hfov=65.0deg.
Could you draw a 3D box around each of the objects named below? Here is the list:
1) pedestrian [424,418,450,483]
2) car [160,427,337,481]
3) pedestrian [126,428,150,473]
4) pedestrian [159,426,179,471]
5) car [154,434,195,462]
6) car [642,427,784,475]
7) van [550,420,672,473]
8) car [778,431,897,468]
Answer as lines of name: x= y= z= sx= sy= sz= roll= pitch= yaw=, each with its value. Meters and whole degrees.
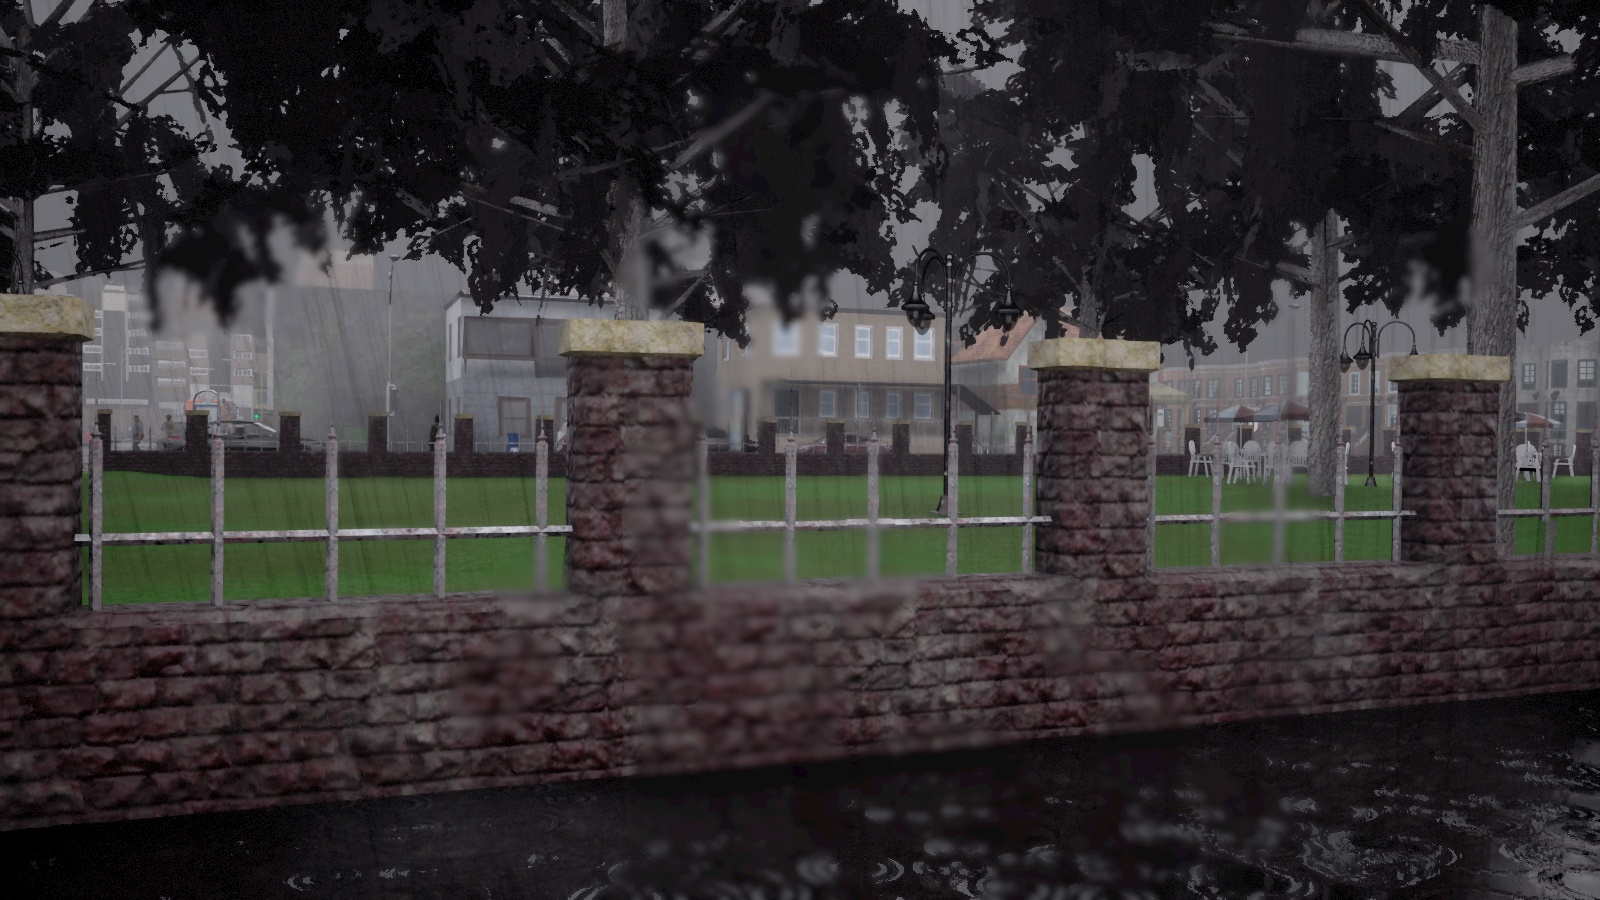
pedestrian: x=-10.982 y=0.008 z=38.029 sx=0.692 sy=1.930 sz=0.395 roll=-1 pitch=1 yaw=-21
car: x=-17.921 y=0.102 z=41.087 sx=5.027 sy=1.651 sz=2.152 roll=-1 pitch=1 yaw=-15
pedestrian: x=-27.520 y=0.021 z=52.198 sx=0.540 sy=1.848 sz=0.694 roll=0 pitch=1 yaw=41
pedestrian: x=-26.807 y=-0.070 z=53.327 sx=0.396 sy=1.930 sz=0.692 roll=0 pitch=1 yaw=9
car: x=-38.264 y=-0.142 z=76.911 sx=1.851 sy=1.617 sz=3.988 roll=-1 pitch=1 yaw=-21
car: x=-3.246 y=0.003 z=46.701 sx=4.856 sy=1.649 sz=2.033 roll=-1 pitch=1 yaw=-21
van: x=-7.425 y=-0.173 z=49.389 sx=4.442 sy=1.987 sz=1.775 roll=-1 pitch=1 yaw=-21
car: x=1.576 y=-0.052 z=52.808 sx=4.674 sy=1.442 sz=1.812 roll=-1 pitch=1 yaw=-21
